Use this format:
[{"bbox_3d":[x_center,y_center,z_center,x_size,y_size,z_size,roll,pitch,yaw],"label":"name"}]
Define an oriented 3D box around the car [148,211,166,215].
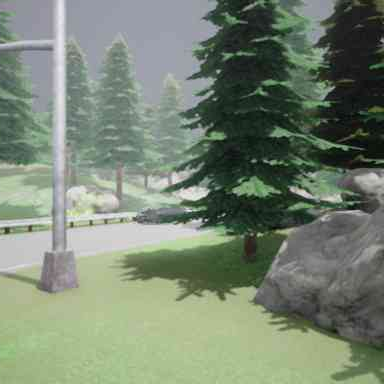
[{"bbox_3d":[-2.155,1.571,23.925,1.994,1.385,4.181,0,0,35],"label":"car"}]
